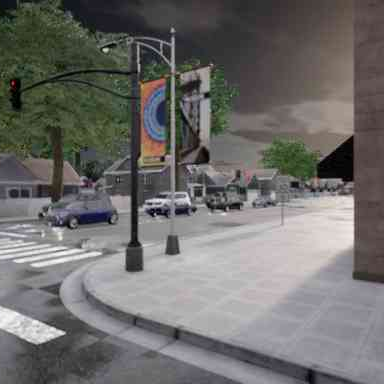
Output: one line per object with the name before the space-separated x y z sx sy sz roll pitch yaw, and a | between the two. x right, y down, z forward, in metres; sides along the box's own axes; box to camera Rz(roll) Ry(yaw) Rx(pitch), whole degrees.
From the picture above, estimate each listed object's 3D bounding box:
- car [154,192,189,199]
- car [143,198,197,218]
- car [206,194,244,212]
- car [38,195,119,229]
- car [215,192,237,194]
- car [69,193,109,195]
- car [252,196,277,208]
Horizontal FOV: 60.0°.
car | -2.336 1.057 32.784 2.150 2.045 5.566 0 0 35
car | -1.622 1.457 28.215 1.895 1.301 4.718 0 0 36
car | 3.825 1.283 35.820 1.882 1.535 5.008 0 0 35
car | -6.844 1.259 20.896 2.097 1.767 4.553 0 0 35
car | 3.916 0.999 41.516 2.150 2.045 5.566 0 0 35
car | -8.324 1.115 24.470 2.150 2.045 5.566 0 0 34
car | 9.619 1.244 43.886 2.128 1.511 4.902 0 0 36
